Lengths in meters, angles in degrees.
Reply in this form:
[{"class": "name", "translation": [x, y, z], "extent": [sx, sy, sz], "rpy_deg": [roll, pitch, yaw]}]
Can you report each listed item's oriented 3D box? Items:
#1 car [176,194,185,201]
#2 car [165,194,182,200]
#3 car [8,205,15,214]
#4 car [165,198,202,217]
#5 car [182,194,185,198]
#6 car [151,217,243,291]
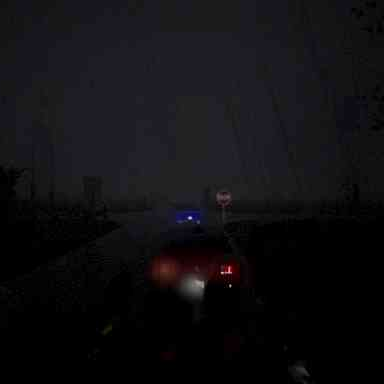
[{"class": "car", "translation": [-2.709, 1.298, 79.153], "extent": [1.837, 1.490, 4.892], "rpy_deg": [0, 0, 0]}, {"class": "car", "translation": [-2.815, 1.436, 47.627], "extent": [1.882, 1.535, 5.008], "rpy_deg": [0, 0, 0]}, {"class": "car", "translation": [-18.343, 1.292, 29.640], "extent": [4.553, 1.767, 2.097], "rpy_deg": [0, 0, 0]}, {"class": "car", "translation": [-0.548, 1.473, 23.502], "extent": [1.882, 1.535, 5.008], "rpy_deg": [0, 0, -10]}, {"class": "car", "translation": [-2.743, 1.388, 64.424], "extent": [1.882, 1.535, 5.008], "rpy_deg": [0, 0, 0]}, {"class": "car", "translation": [0.101, 1.602, 8.987], "extent": [1.895, 1.301, 4.718], "rpy_deg": [0, 0, 0]}]
